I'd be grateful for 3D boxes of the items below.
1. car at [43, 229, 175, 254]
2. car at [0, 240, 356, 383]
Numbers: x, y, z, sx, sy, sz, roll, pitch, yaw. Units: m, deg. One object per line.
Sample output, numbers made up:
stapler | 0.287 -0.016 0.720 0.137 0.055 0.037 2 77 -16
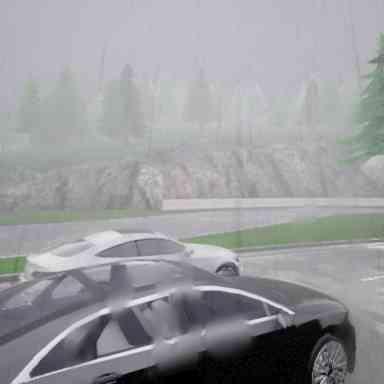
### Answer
car | -1.043 1.520 7.090 4.674 1.442 1.812 0 0 -33
car | -0.270 1.489 3.422 4.902 1.511 2.128 0 0 -34
